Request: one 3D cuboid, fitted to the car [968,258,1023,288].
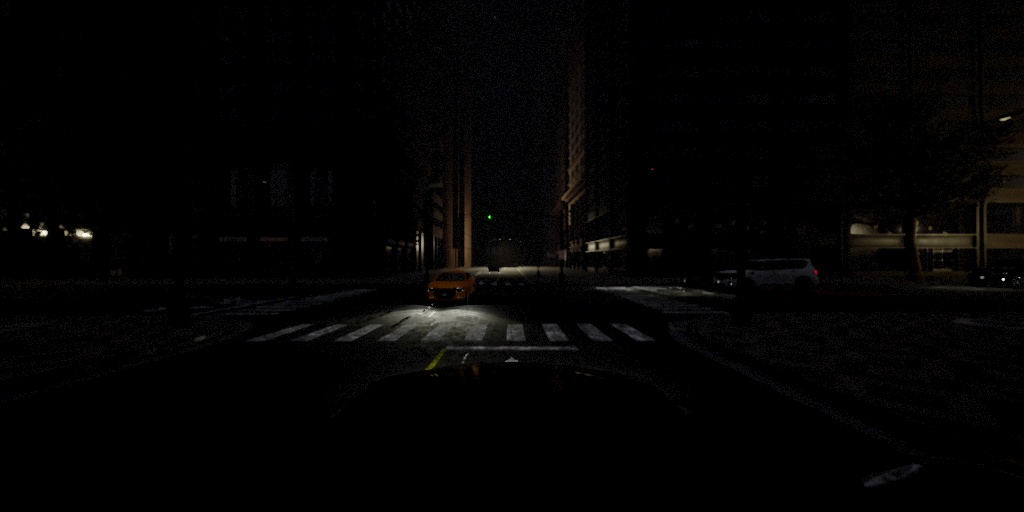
[{"bbox_3d":[35.830,1.158,25.226,5.566,2.045,2.150,0,0,0],"label":"car"}]

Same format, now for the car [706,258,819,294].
[{"bbox_3d":[15.383,1.171,21.894,5.566,2.045,2.150,-1,0,1],"label":"car"}]

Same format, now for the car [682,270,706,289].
[{"bbox_3d":[14.592,1.474,25.149,4.902,1.511,2.128,0,0,1],"label":"car"}]

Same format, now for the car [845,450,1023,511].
[{"bbox_3d":[2.766,1.171,0.277,1.967,1.591,4.097,0,0,0],"label":"car"}]

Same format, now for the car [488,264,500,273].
[{"bbox_3d":[-3.141,2.047,62.071,1.882,1.535,5.008,0,-1,0],"label":"car"}]

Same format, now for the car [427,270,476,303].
[{"bbox_3d":[-2.991,1.469,18.374,1.882,1.535,5.008,0,-1,0],"label":"car"}]
